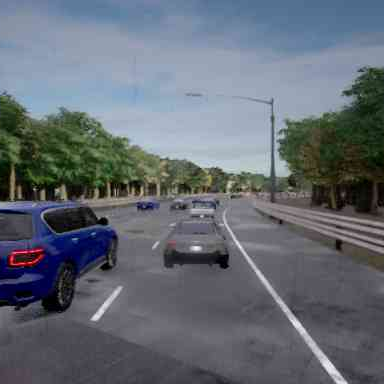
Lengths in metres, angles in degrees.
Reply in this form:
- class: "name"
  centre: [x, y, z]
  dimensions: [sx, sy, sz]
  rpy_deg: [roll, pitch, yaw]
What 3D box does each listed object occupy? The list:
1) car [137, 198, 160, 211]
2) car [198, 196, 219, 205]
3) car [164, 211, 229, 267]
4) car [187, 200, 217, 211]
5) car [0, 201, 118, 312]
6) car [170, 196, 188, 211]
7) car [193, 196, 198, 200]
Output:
- class: "car"
  centre: [-5.141, 1.459, 39.723]
  dimensions: [1.882, 1.535, 5.008]
  rpy_deg: [0, 0, 5]
- class: "car"
  centre: [2.217, 1.476, 43.663]
  dimensions: [1.882, 1.535, 5.008]
  rpy_deg: [0, 0, 6]
- class: "car"
  centre: [0.170, 1.564, 11.397]
  dimensions: [1.994, 1.385, 4.181]
  rpy_deg: [0, 0, 2]
- class: "car"
  centre: [0.926, 1.599, 28.108]
  dimensions: [1.895, 1.301, 4.718]
  rpy_deg: [0, 0, 4]
- class: "car"
  centre: [-3.397, 1.214, 7.838]
  dimensions: [2.150, 2.045, 5.566]
  rpy_deg: [0, 0, 1]
- class: "car"
  centre: [-1.508, 1.517, 40.927]
  dimensions: [1.812, 1.442, 4.674]
  rpy_deg: [0, 0, 6]
- class: "car"
  centre: [1.371, 1.532, 65.804]
  dimensions: [2.033, 1.411, 5.357]
  rpy_deg: [0, 0, 9]
